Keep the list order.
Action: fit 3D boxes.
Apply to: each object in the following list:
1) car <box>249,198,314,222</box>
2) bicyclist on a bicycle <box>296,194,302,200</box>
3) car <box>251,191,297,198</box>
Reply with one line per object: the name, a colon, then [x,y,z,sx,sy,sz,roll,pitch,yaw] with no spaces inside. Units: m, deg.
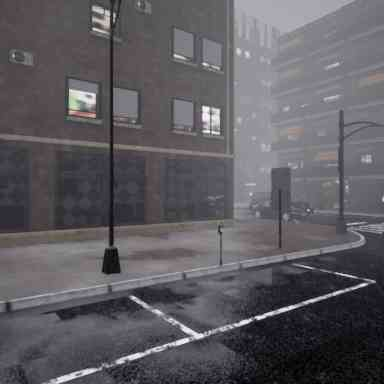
car: [6.262,1.341,24.181,2.008,1.369,4.403,1,0,-36]
bicyclist on a bicycle: [11.522,1.010,36.196,1.656,1.620,0.582,0,1,-36]
car: [7.170,0.987,27.322,2.150,2.045,5.566,0,1,-36]
